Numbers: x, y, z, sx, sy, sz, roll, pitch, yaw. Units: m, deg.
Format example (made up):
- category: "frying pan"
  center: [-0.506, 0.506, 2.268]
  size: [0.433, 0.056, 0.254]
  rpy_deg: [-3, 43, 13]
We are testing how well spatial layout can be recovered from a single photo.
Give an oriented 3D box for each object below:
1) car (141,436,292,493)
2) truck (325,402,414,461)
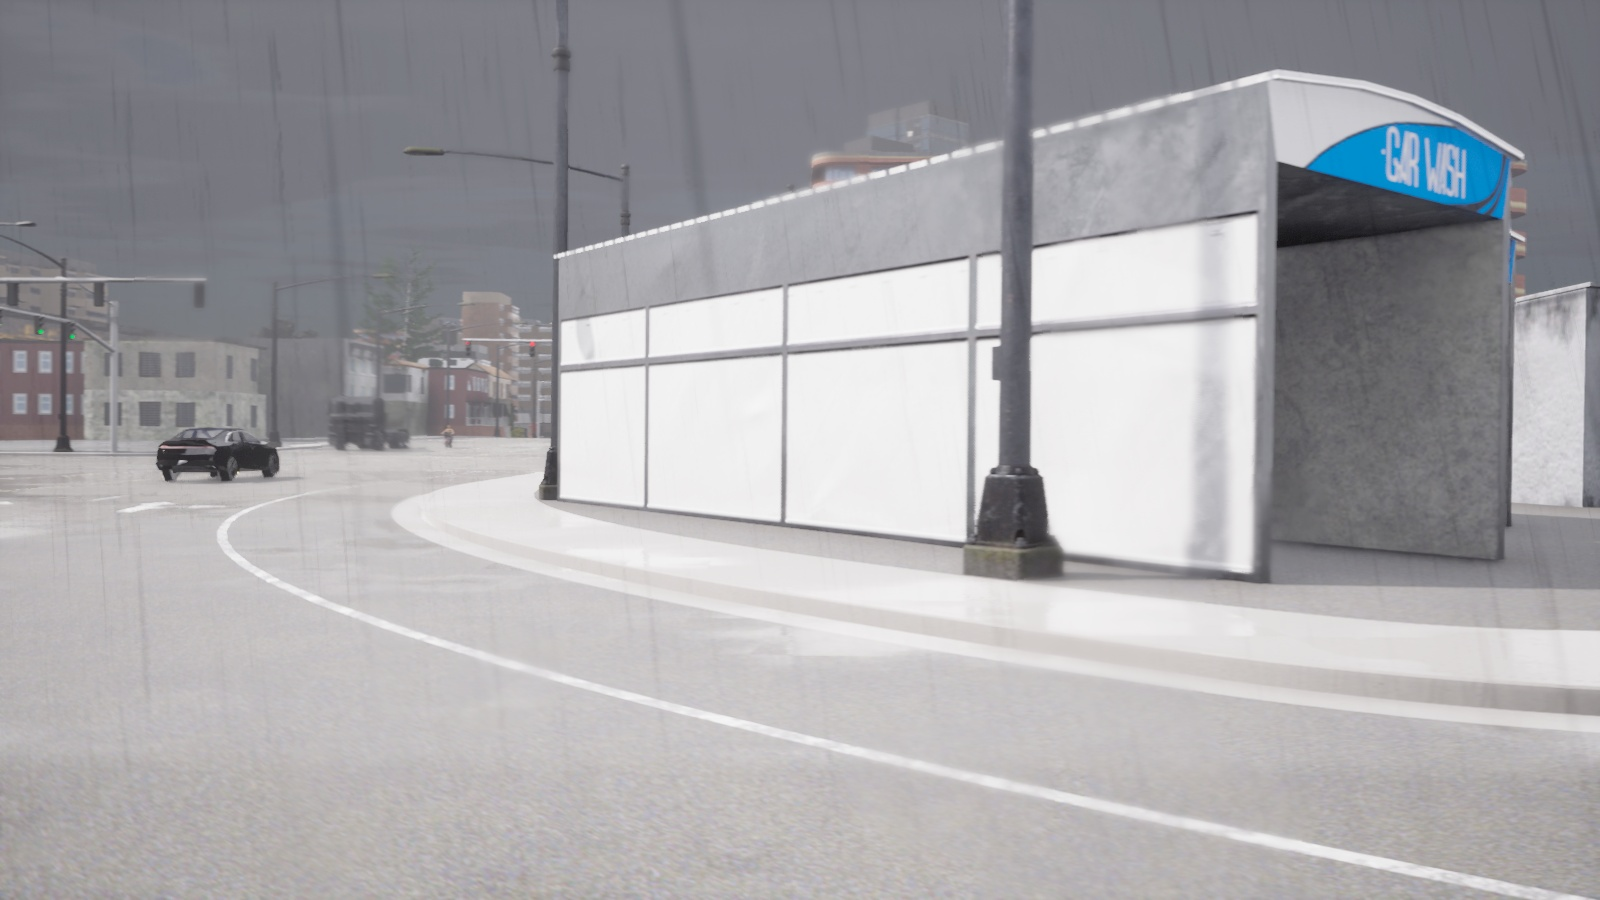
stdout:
- category: "car"
  center: [-16.716, 0.370, 36.286]
  size: [2.128, 1.511, 4.902]
  rpy_deg: [0, 1, -1]
- category: "truck"
  center: [-27.079, -1.217, 79.362]
  size: [2.891, 3.462, 7.936]
  rpy_deg: [-1, 2, -1]
